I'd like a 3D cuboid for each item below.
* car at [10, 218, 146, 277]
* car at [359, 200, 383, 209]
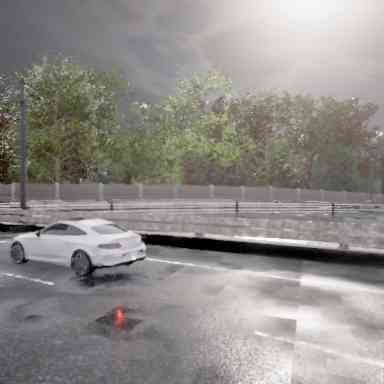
[{"bbox_3d":[-3.541,1.517,10.136,4.674,1.442,1.812,0,0,31],"label":"car"},{"bbox_3d":[22.342,1.670,41.613,5.008,1.535,1.882,3,-1,-24],"label":"car"}]
